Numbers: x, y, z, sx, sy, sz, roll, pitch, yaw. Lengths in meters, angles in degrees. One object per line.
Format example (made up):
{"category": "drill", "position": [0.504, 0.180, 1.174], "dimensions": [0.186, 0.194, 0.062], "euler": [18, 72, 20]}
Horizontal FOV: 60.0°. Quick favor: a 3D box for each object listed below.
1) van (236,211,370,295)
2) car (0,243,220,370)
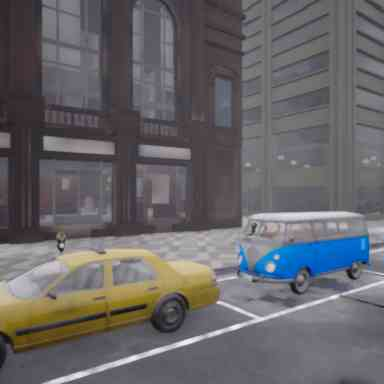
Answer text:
{"category": "van", "position": [2.960, 1.412, 8.647], "dimensions": [3.998, 1.788, 1.690], "euler": [1, -1, -35]}
{"category": "car", "position": [-1.761, 1.540, 5.285], "dimensions": [4.829, 1.417, 1.752], "euler": [1, -1, -35]}
